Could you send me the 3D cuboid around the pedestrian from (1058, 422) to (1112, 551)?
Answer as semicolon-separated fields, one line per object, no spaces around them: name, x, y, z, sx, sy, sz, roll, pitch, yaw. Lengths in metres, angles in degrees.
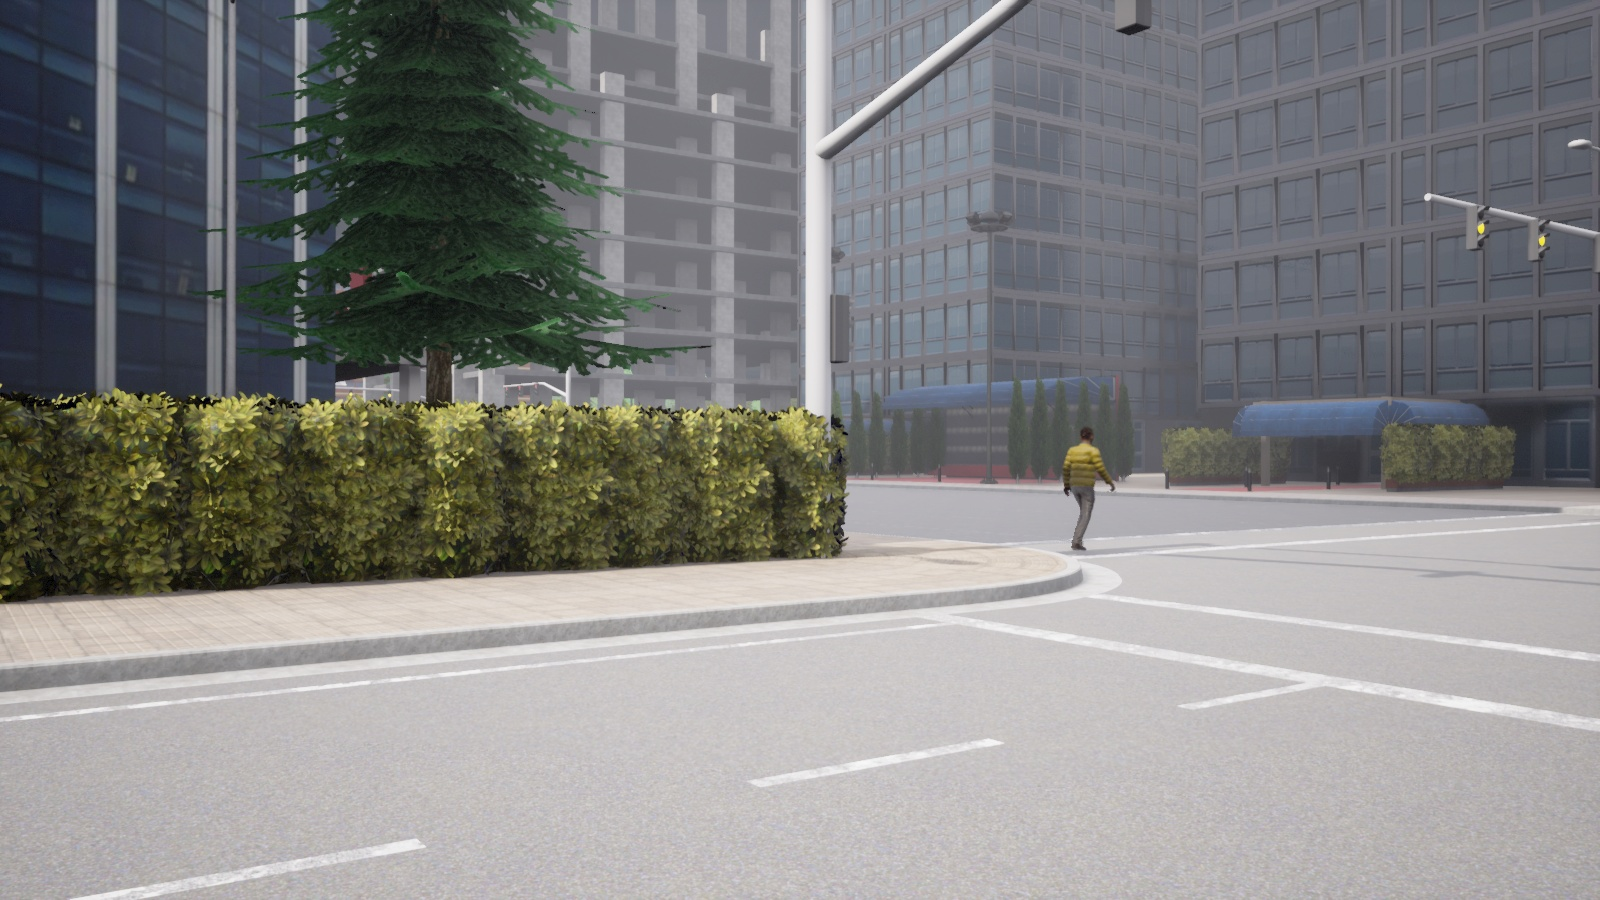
pedestrian;4.158;0.517;18.328;0.709;1.840;0.431;0;0;-41
